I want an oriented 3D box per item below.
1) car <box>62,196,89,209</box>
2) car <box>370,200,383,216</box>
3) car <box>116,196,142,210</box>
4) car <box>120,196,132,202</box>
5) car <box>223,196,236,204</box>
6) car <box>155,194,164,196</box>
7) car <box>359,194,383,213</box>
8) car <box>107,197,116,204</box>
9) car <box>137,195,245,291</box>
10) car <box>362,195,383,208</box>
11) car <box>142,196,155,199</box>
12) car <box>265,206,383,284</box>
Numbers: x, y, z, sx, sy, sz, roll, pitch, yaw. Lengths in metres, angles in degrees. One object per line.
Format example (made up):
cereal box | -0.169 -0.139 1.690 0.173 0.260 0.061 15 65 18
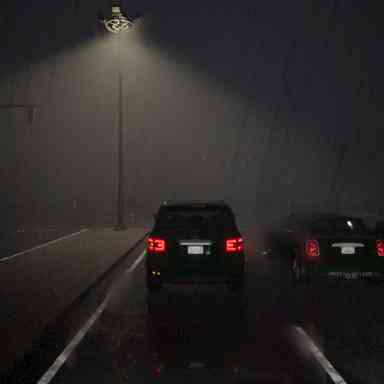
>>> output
car | -15.616 1.351 44.766 2.097 1.767 4.553 0 0 7
car | 20.725 1.547 32.627 5.357 1.411 2.033 0 0 1
car | -8.131 1.507 43.282 1.837 1.490 4.892 0 -1 0
car | -15.061 1.595 75.939 1.895 1.301 4.718 0 0 0
car | 7.050 1.564 62.889 1.994 1.385 4.181 0 0 0
car | -8.059 1.525 73.426 2.128 1.511 4.902 0 0 0
car | 21.514 1.222 36.117 5.566 2.045 2.150 0 0 1
car | -15.091 1.565 64.391 1.994 1.385 4.181 0 0 0
car | 0.072 1.221 9.156 2.150 2.045 5.566 0 0 0
car | 7.071 1.221 8.849 2.150 2.045 5.566 0 0 0
car | -8.124 1.601 58.335 1.895 1.301 4.718 0 0 0
car | 3.571 1.352 9.723 2.097 1.767 4.553 0 0 0
